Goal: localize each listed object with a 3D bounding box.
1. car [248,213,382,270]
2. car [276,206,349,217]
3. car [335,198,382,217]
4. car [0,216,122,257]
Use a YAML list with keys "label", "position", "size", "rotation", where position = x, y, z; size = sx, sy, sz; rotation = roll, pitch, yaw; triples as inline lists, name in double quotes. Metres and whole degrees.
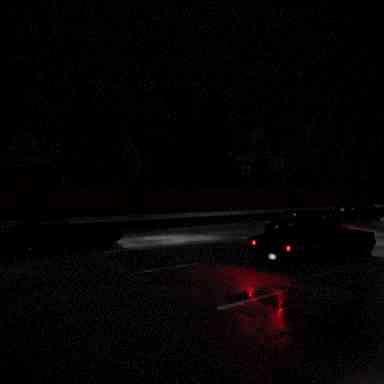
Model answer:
- label: "car"
  position: [4.149, 1.602, 11.066]
  size: [4.718, 1.301, 1.895]
  rotation: [0, 0, -36]
- label: "car"
  position: [5.520, 1.566, 16.388]
  size: [4.181, 1.385, 1.994]
  rotation: [0, 0, -36]
- label: "car"
  position: [12.974, 1.354, 26.111]
  size: [4.553, 1.767, 2.097]
  rotation: [0, 0, -36]
- label: "car"
  position: [-5.200, 1.601, 12.946]
  size: [4.718, 1.301, 1.895]
  rotation: [0, 0, -36]
